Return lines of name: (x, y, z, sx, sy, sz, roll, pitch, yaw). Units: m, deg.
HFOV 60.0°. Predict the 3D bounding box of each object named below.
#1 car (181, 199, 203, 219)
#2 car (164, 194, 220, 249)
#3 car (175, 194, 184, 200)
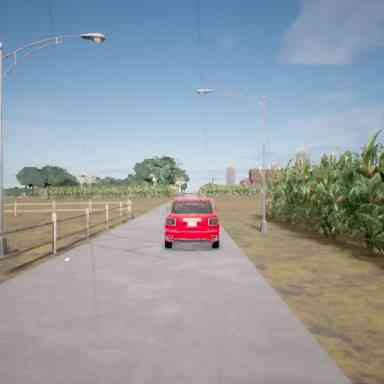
car: (0.000, 1.443, 29.648, 1.837, 1.490, 4.892, 0, 0, 0)
car: (0.000, 1.239, 14.678, 2.150, 2.045, 5.566, 0, 0, 0)
car: (-2.750, 1.115, 75.960, 1.812, 1.442, 4.674, 0, 0, 0)
